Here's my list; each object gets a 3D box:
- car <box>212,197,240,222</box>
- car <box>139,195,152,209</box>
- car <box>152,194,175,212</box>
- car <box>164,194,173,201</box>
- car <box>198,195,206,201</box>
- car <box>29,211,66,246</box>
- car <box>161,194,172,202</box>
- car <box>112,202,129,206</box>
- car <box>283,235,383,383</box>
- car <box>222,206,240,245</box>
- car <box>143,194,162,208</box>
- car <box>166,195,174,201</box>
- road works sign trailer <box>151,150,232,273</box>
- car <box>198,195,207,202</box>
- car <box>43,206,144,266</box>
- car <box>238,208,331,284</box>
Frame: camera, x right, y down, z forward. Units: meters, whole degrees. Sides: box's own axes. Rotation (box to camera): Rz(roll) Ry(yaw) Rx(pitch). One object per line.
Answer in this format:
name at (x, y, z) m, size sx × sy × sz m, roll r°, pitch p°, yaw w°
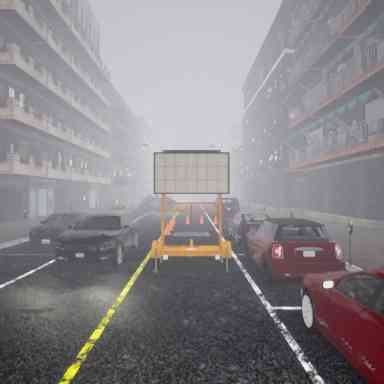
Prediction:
car at (2.660, 1.310, 26.458) m, size 2.192 × 1.841 × 5.009 m, roll 0°, pitch 0°, yaw 0°
car at (-5.744, 1.429, 43.361) m, size 1.967 × 1.590 × 4.097 m, roll 0°, pitch 0°, yaw 0°
car at (-3.049, 1.343, 38.551) m, size 2.097 × 1.767 × 4.553 m, roll 0°, pitch 0°, yaw 0°
car at (-5.793, 1.409, 82.814) m, size 1.967 × 1.590 × 4.097 m, roll 0°, pitch 0°, yaw 0°
car at (2.580, 1.510, 88.458) m, size 1.887 × 1.381 × 4.507 m, roll 0°, pitch 0°, yaw 0°
car at (-5.708, 1.564, 15.177) m, size 1.947 × 1.339 × 4.313 m, roll 0°, pitch 0°, yaw 0°
car at (-5.785, 1.287, 77.179) m, size 2.192 × 1.841 × 5.009 m, roll 0°, pitch 0°, yaw 0°
car at (-5.722, 1.521, 26.280) m, size 1.752 × 1.417 × 4.829 m, roll 0°, pitch 0°, yaw 0°
car at (2.687, 1.545, 3.912) m, size 1.887 × 1.381 × 4.507 m, roll 0°, pitch 0°, yaw 0°
car at (2.673, 1.549, 15.185) m, size 2.008 × 1.369 × 4.403 m, roll 0°, pitch 0°, yaw 0°
car at (-5.750, 1.302, 48.997) m, size 2.192 × 1.841 × 5.009 m, roll 0°, pitch 0°, yaw 0°
car at (-5.801, 1.510, 88.452) m, size 1.887 × 1.381 × 4.507 m, roll 0°, pitch 0°, yaw 0°
road works sign trailer at (-0.013, 0.463, 10.678) m, size 2.380 × 3.560 × 2.880 m, roll 0°, pitch 0°, yaw 0°
car at (2.594, 1.497, 77.355) m, size 1.752 × 1.417 × 4.829 m, roll 0°, pitch 0°, yaw 0°
car at (-3.115, 1.476, 11.731) m, size 1.882 × 1.535 × 5.008 m, roll 0°, pitch 0°, yaw 0°
car at (2.680, 1.439, 9.549) m, size 1.967 × 1.590 × 4.097 m, roll 0°, pitch 0°, yaw 0°
